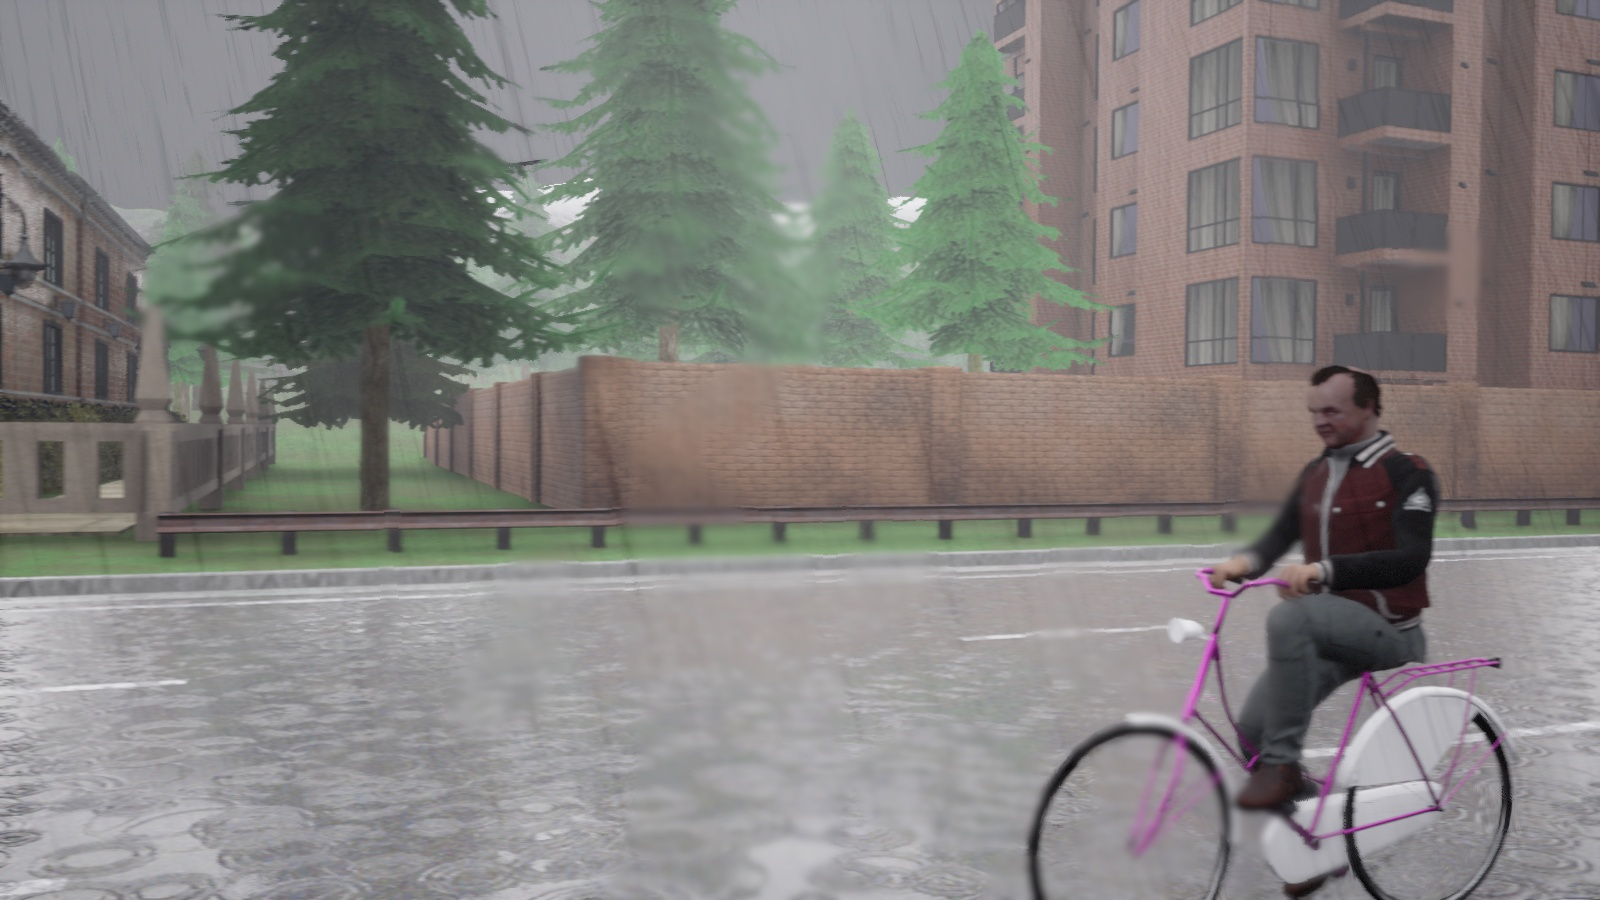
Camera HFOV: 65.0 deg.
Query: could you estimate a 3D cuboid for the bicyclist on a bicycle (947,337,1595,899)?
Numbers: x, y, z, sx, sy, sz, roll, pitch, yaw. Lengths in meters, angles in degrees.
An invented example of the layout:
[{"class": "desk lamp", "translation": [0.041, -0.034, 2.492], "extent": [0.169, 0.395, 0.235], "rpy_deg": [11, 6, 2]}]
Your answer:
[{"class": "bicyclist on a bicycle", "translation": [1.423, 0.592, 3.778], "extent": [1.843, 1.776, 0.659], "rpy_deg": [-1, 1, -21]}]
